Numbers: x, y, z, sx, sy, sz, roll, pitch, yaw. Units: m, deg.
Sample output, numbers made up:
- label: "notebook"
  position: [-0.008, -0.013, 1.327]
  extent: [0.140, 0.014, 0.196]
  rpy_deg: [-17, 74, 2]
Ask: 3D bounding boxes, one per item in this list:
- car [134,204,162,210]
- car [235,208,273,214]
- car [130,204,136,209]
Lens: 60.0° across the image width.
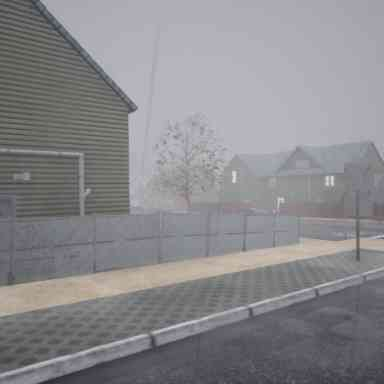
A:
- label: "car"
  position: [-4.588, 2.349, 38.355]
  extent: [1.994, 1.385, 4.181]
  rpy_deg: [-1, -1, -36]
- label: "car"
  position: [4.797, 1.950, 25.285]
  extent: [2.033, 1.411, 5.357]
  rpy_deg: [-1, -1, -36]
- label: "car"
  position: [-8.983, 2.494, 49.510]
  extent: [1.882, 1.535, 5.008]
  rpy_deg: [-1, -1, -35]
